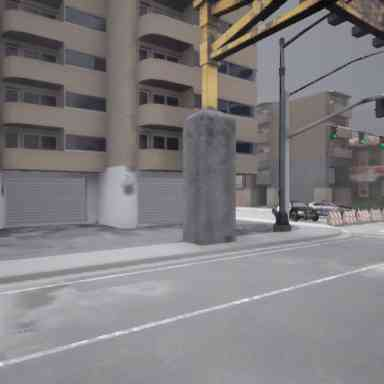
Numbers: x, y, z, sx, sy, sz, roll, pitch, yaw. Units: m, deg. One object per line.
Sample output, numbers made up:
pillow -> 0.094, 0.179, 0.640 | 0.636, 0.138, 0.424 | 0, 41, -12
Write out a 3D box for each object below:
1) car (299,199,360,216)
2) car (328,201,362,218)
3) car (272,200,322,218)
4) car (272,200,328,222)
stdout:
car -> 11.757, 1.295, 28.613 | 4.536, 1.218, 1.853 | 0, 0, 34
car -> 11.800, 1.453, 28.584 | 4.974, 1.542, 2.038 | 0, 0, 34
car -> 8.215, 1.295, 26.485 | 1.853, 1.218, 4.536 | 0, 0, -11
car -> 8.225, 1.453, 26.434 | 2.038, 1.542, 4.974 | 0, 0, -11
